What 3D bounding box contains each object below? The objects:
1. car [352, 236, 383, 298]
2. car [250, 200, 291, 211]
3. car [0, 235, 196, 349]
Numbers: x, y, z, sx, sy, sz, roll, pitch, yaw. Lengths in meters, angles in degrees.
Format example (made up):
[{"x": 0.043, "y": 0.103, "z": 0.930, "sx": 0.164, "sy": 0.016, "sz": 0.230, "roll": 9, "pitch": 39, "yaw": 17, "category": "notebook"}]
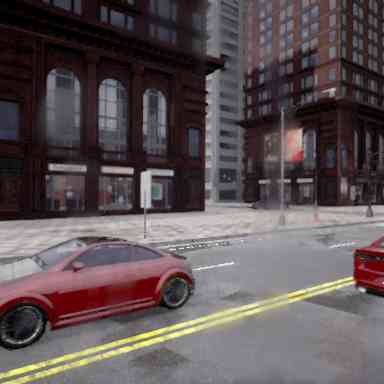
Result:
[{"x": 5.596, "y": 1.476, "z": 7.423, "sx": 5.008, "sy": 1.535, "sz": 1.882, "roll": 0, "pitch": 0, "yaw": -35, "category": "car"}, {"x": 9.854, "y": 1.711, "z": 42.157, "sx": 2.033, "sy": 1.411, "sz": 5.357, "roll": 1, "pitch": -1, "yaw": -35, "category": "car"}, {"x": -1.981, "y": 1.562, "z": 6.262, "sx": 4.181, "sy": 1.385, "sz": 1.994, "roll": 0, "pitch": 0, "yaw": -35, "category": "car"}]
